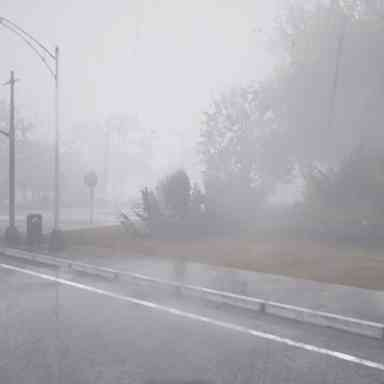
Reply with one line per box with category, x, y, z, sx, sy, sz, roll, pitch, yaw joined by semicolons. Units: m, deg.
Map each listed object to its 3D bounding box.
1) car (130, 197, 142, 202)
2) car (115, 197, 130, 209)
car;-5.485;1.509;42.315;1.994;1.385;4.181;0;0;32
car;-8.164;1.430;44.628;2.128;1.511;4.902;0;0;32
